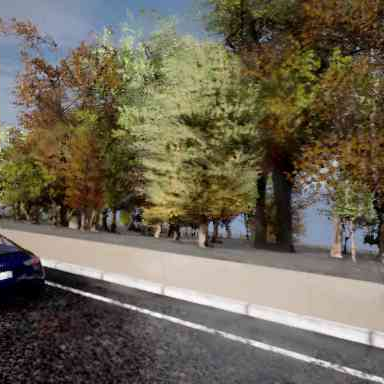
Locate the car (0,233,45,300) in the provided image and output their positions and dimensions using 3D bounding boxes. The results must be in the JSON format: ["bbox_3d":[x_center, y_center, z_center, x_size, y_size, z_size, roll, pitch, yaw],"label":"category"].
[{"bbox_3d":[-5.120,1.507,7.328,4.181,1.385,1.994,1,0,35],"label":"car"}]
